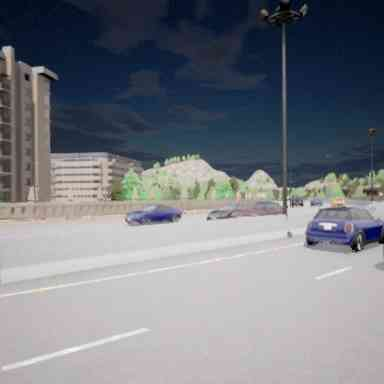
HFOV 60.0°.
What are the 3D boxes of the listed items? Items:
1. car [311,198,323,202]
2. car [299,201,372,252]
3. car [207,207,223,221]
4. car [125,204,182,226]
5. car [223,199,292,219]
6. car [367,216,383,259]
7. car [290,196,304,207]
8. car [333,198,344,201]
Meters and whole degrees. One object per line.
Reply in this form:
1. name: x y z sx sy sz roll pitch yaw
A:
1. car: 23.020 1.916 61.281 1.882 1.535 5.008 0 0 17
2. car: 6.871 1.428 14.545 4.553 1.767 2.097 0 -1 -44
3. car: 3.131 1.682 25.953 1.812 1.442 4.674 0 0 42
4. car: -2.761 1.674 24.897 4.674 1.442 1.812 0 0 -45
5. car: 4.504 1.482 22.361 2.097 1.767 4.553 0 -1 43
6. car: 7.663 1.542 10.460 4.902 1.511 2.128 0 0 -42
7. car: 19.427 1.679 61.413 2.150 2.045 5.566 0 0 17
8. car: 25.704 1.867 58.243 1.882 1.535 5.008 0 0 18
